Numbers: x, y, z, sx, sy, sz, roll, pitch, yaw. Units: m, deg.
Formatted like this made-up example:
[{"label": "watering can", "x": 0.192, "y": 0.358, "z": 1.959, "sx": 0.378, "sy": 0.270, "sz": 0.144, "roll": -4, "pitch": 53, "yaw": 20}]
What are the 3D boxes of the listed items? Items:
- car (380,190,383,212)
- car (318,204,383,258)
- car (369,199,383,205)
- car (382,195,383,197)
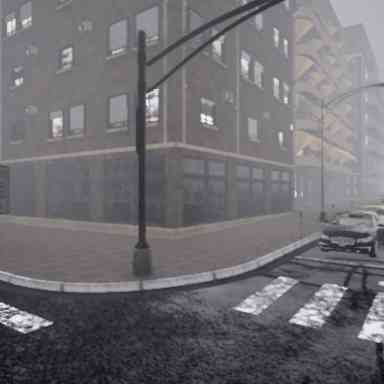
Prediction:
[{"label": "car", "x": 18.572, "y": 0.798, "z": 30.163, "sx": 2.192, "sy": 1.841, "sz": 5.009, "roll": 1, "pitch": 1, "yaw": 35}, {"label": "car", "x": 5.822, "y": 1.342, "z": 11.908, "sx": 2.008, "sy": 1.369, "sz": 4.403, "roll": 1, "pitch": 1, "yaw": 35}, {"label": "car", "x": 8.912, "y": 1.241, "z": 16.333, "sx": 1.752, "sy": 1.417, "sz": 4.829, "roll": 1, "pitch": 1, "yaw": 35}, {"label": "car", "x": 15.384, "y": 1.104, "z": 25.603, "sx": 1.887, "sy": 1.381, "sz": 4.507, "roll": 1, "pitch": 1, "yaw": 35}]
